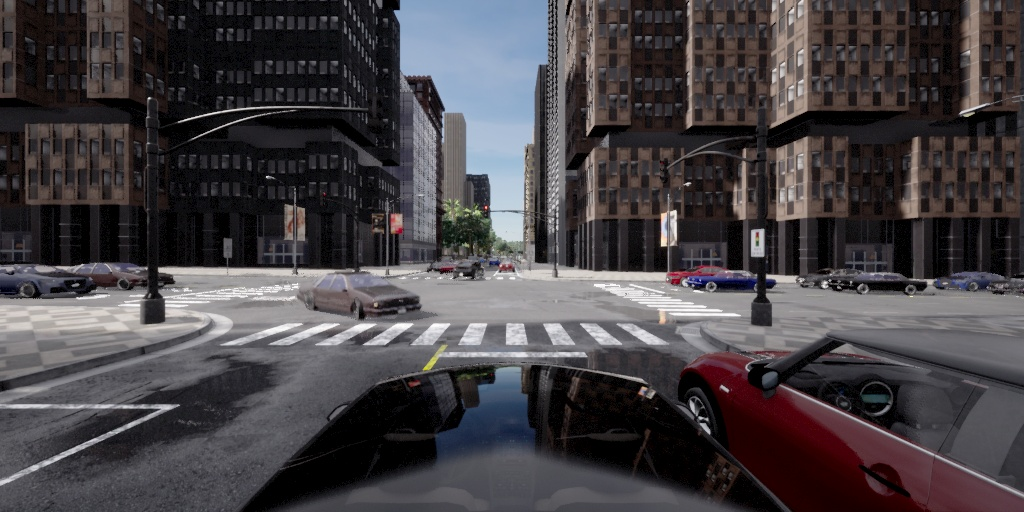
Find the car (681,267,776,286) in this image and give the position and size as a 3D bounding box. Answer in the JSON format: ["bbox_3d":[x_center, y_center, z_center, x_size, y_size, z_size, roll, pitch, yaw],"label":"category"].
[{"bbox_3d":[13.526,1.569,22.412,4.718,1.301,1.895,1,0,0],"label":"car"}]

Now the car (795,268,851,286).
[{"bbox_3d":[23.135,1.609,25.717,4.892,1.490,1.837,1,0,0],"label":"car"}]

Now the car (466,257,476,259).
[{"bbox_3d":[-6.496,1.248,48.881,1.882,1.535,5.008,0,0,0],"label":"car"}]

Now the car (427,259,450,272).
[{"bbox_3d":[-9.131,1.324,43.659,1.948,1.339,4.313,0,0,0],"label":"car"}]

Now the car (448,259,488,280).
[{"bbox_3d":[-3.754,1.233,31.278,1.837,1.490,4.892,1,0,8],"label":"car"}]

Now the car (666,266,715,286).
[{"bbox_3d":[13.644,1.444,25.669,5.008,1.535,1.882,1,0,0],"label":"car"}]

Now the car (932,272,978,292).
[{"bbox_3d":[33.112,1.813,25.775,4.181,1.385,1.994,1,0,-1],"label":"car"}]

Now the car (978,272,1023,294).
[{"bbox_3d":[33.100,1.758,22.519,4.892,1.490,1.837,1,0,0],"label":"car"}]

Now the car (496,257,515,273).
[{"bbox_3d":[-0.606,1.198,43.712,1.967,1.591,4.097,0,0,0],"label":"car"}]

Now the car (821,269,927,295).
[{"bbox_3d":[22.692,1.702,22.467,4.718,1.301,1.895,1,0,0],"label":"car"}]

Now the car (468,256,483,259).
[{"bbox_3d":[-6.557,1.015,59.219,2.150,2.045,5.566,0,0,0],"label":"car"}]

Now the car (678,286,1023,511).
[{"bbox_3d":[2.764,1.190,2.321,1.967,1.591,4.097,0,0,0],"label":"car"}]

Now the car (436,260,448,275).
[{"bbox_3d":[-6.462,1.348,38.486,1.895,1.301,4.718,0,0,1],"label":"car"}]

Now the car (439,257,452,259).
[{"bbox_3d":[-9.166,1.085,49.085,2.192,1.841,5.009,0,0,0],"label":"car"}]

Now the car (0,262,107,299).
[{"bbox_3d":[-20.880,1.050,15.513,4.181,1.385,1.994,1,0,0],"label":"car"}]

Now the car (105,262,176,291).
[{"bbox_3d":[-20.949,1.030,18.798,5.357,1.411,2.033,1,0,2],"label":"car"}]

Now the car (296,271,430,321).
[{"bbox_3d":[-5.527,1.270,12.604,5.357,1.411,2.033,1,0,36],"label":"car"}]
